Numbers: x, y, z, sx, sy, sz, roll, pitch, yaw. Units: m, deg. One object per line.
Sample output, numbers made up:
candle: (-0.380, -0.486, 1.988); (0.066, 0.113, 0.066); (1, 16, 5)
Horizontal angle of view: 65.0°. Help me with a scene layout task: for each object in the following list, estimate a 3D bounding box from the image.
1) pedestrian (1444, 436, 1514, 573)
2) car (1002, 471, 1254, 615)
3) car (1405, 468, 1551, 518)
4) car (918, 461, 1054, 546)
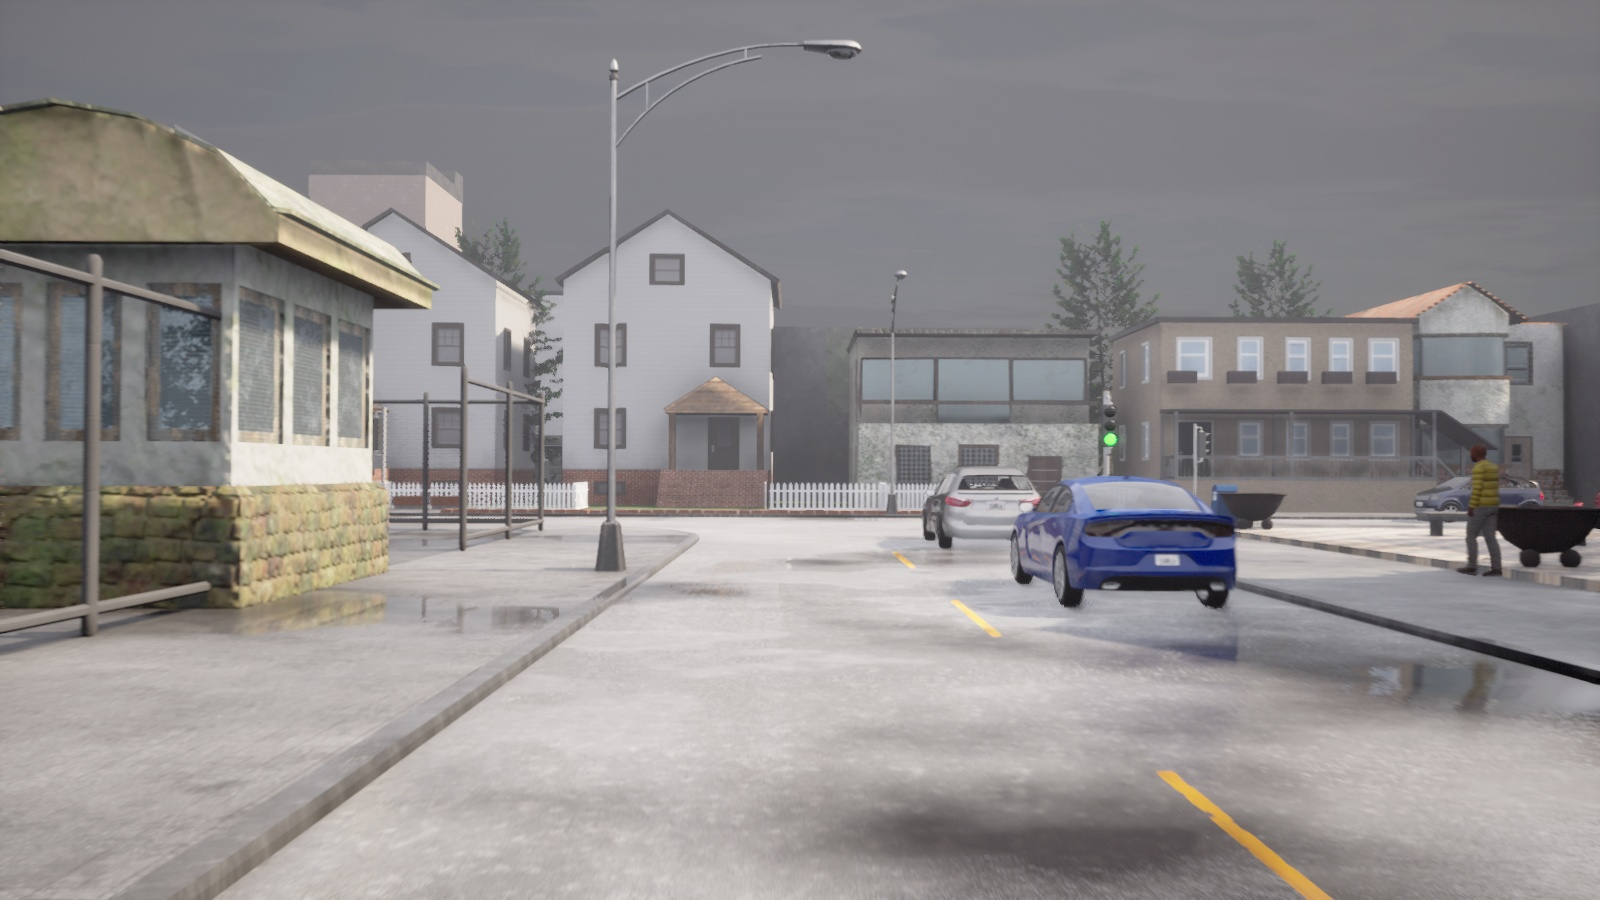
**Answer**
pedestrian: (9.268, 0.731, 17.152); (0.370, 1.835, 0.726); (0, -1, -28)
car: (3.943, 1.043, 16.049); (1.882, 1.535, 5.008); (0, -1, 0)
car: (21.653, 1.371, 40.195); (3.705, 1.549, 1.789); (0, -1, -1)
car: (3.903, 1.095, 27.208); (2.242, 1.667, 4.611); (0, -1, 0)
